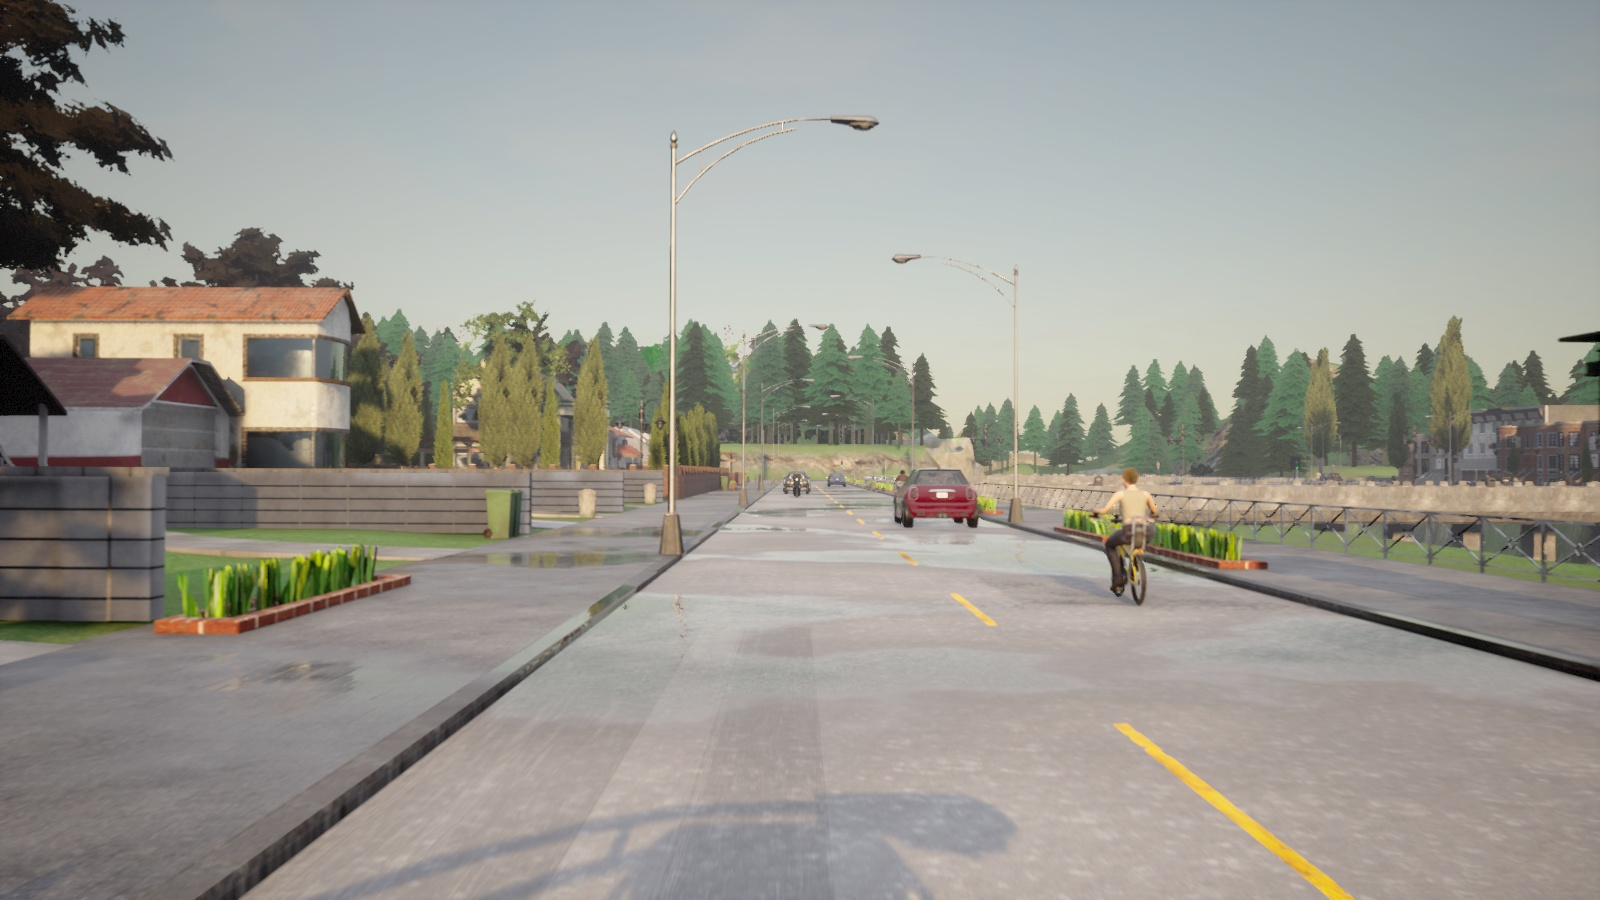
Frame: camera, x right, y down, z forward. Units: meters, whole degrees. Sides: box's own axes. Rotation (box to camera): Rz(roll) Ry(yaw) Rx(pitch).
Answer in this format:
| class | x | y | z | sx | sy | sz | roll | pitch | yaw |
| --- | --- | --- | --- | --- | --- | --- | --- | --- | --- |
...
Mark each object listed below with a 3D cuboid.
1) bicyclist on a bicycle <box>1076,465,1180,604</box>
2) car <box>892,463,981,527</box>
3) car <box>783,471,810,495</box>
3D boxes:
| class | x | y | z | sx | sy | sz | roll | pitch | yaw |
| --- | --- | --- | --- | --- | --- | --- | --- | --- | --- |
| bicyclist on a bicycle | 3.962 | 0.991 | 15.294 | 0.866 | 1.612 | 1.509 | 0 | -1 | 0 |
| car | 3.912 | 1.274 | 36.843 | 2.097 | 1.767 | 4.553 | 0 | -1 | 0 |
| car | -0.198 | 2.225 | 85.460 | 1.789 | 1.549 | 3.705 | 0 | -1 | 0 |
